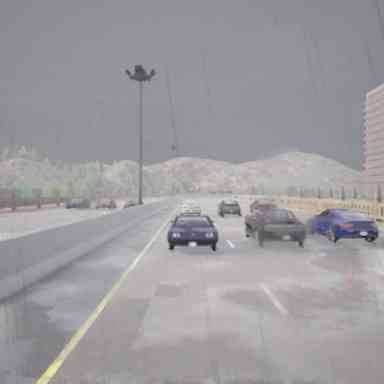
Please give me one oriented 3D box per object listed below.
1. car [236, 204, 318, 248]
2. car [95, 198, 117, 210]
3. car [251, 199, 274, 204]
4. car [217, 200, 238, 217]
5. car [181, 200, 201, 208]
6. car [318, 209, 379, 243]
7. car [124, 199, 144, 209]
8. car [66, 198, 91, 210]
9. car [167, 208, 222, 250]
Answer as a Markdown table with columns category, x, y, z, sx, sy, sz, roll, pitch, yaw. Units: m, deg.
| category | x | y | z | sx | sy | sz | roll | pitch | yaw |
| --- | --- | --- | --- | --- | --- | --- | --- | --- | --- |
| car | 3.516 | 1.486 | 14.817 | 2.128 | 1.511 | 4.902 | 0 | 0 | 0 |
| car | -10.835 | 1.524 | 42.176 | 1.812 | 1.442 | 4.674 | 0 | 0 | 0 |
| car | 6.909 | 1.466 | 32.676 | 1.882 | 1.535 | 5.008 | 0 | 0 | 0 |
| car | 3.418 | 1.483 | 31.112 | 2.128 | 1.511 | 4.902 | 0 | 0 | 0 |
| car | -0.102 | 1.519 | 32.153 | 1.812 | 1.442 | 4.674 | 0 | 0 | -1 |
| car | 7.010 | 1.518 | 15.903 | 1.812 | 1.442 | 4.674 | 0 | 0 | 0 |
| car | -7.334 | 1.560 | 42.312 | 1.994 | 1.385 | 4.181 | 0 | 0 | 0 |
| car | -14.333 | 1.478 | 42.129 | 1.882 | 1.535 | 5.008 | 0 | 0 | 0 |
| car | 0.020 | 1.598 | 14.262 | 1.895 | 1.301 | 4.718 | 0 | 0 | 0 |
